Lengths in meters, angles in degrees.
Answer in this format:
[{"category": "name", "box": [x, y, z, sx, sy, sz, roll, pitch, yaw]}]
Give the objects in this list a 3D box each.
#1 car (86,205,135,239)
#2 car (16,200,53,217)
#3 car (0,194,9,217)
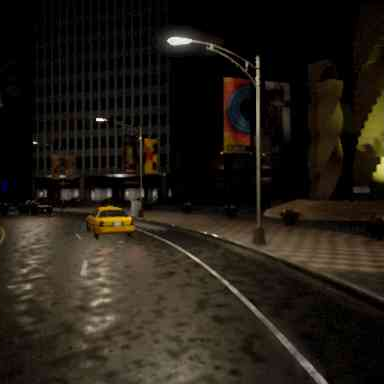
[{"category": "car", "box": [-4.406, 1.440, 17.401, 1.801, 1.575, 5.366, 0, 0, -24]}, {"category": "car", "box": [-15.202, 1.494, 31.952, 4.902, 1.511, 2.128, 0, 0, 42]}, {"category": "car", "box": [-18.965, 1.243, 30.734, 5.566, 2.045, 2.150, 0, 0, 39]}]
